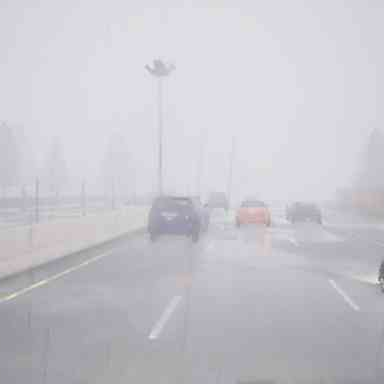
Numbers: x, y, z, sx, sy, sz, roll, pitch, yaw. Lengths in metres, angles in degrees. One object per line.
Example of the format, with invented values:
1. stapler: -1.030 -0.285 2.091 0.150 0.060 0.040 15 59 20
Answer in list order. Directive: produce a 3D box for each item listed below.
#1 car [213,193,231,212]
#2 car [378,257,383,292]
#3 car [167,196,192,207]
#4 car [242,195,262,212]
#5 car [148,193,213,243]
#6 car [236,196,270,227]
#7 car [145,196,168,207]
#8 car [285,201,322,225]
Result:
1. car: 3.117 1.081 37.786 2.150 2.045 5.566 0 0 11
2. car: 4.923 1.547 5.740 1.994 1.385 4.181 0 0 9
3. car: -1.747 1.376 48.824 2.033 1.411 5.357 0 0 15
4. car: 6.848 1.218 38.363 2.097 1.767 4.553 0 1 9
5. car: -0.481 1.160 16.105 2.150 2.045 5.566 0 0 9
6. car: 4.099 1.275 22.458 2.097 1.767 4.553 0 1 9
7. car: -5.177 1.377 49.538 1.994 1.385 4.181 0 0 15
8. car: 7.820 1.424 23.532 1.837 1.490 4.892 0 0 9
